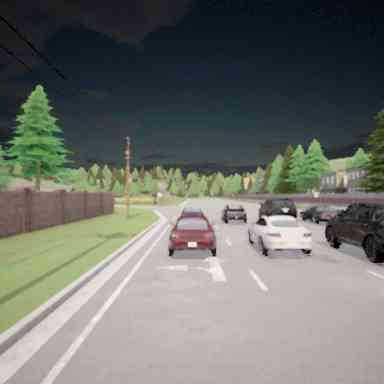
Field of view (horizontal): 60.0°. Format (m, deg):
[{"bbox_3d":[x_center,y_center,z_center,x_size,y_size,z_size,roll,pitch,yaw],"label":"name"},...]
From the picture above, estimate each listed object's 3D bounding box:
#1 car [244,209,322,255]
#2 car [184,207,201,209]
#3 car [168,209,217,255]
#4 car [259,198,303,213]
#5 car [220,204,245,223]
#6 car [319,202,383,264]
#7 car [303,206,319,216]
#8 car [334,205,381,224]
[{"bbox_3d":[3.532,1.679,13.877,1.812,1.442,4.674,0,0,0],"label":"car"},{"bbox_3d":[0.014,1.911,28.224,1.895,1.301,4.718,0,-1,0],"label":"car"},{"bbox_3d":[0.033,1.680,13.885,1.812,1.442,4.674,0,0,1],"label":"car"},{"bbox_3d":[7.026,1.529,27.556,2.150,2.045,5.566,0,0,0],"label":"car"},{"bbox_3d":[3.535,1.807,28.486,2.128,1.511,4.902,0,0,0],"label":"car"},{"bbox_3d":[7.020,1.364,12.547,2.150,2.045,5.566,0,0,0],"label":"car"},{"bbox_3d":[10.526,1.851,27.490,2.033,1.411,5.357,0,-1,0],"label":"car"},{"bbox_3d":[14.036,1.878,28.513,1.994,1.385,4.181,0,-1,0],"label":"car"}]
